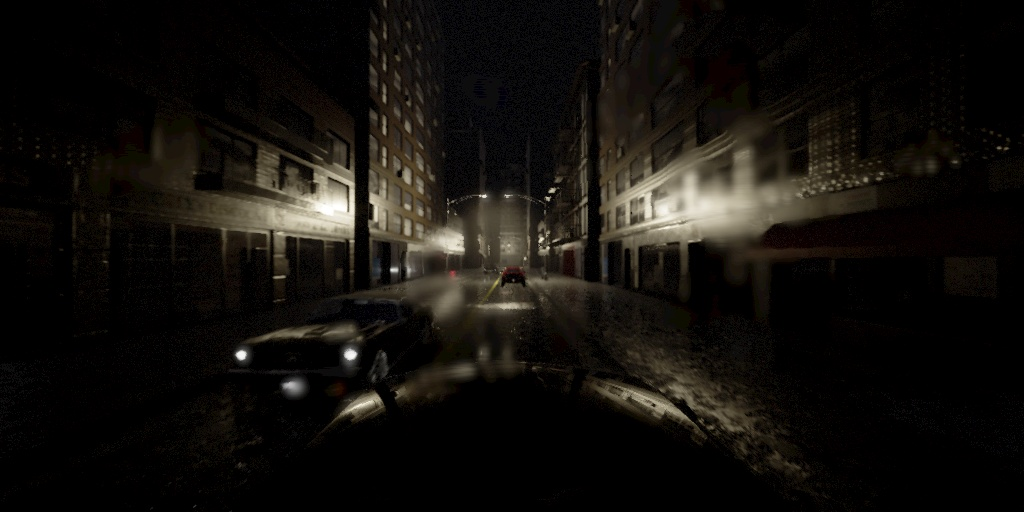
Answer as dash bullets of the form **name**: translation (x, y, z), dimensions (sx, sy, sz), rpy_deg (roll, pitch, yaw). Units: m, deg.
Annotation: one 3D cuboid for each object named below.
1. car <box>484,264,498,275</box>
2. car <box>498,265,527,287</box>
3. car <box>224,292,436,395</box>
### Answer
- **car**: translation (-2.833, 1.794, 49.239), dimensions (1.837, 1.490, 4.892), rpy_deg (0, 0, 0)
- **car**: translation (0.098, 1.580, 28.083), dimensions (1.812, 1.442, 4.674), rpy_deg (0, -1, 0)
- **car**: translation (-2.849, 1.413, 6.877), dimensions (1.895, 1.301, 4.718), rpy_deg (0, -1, 0)
